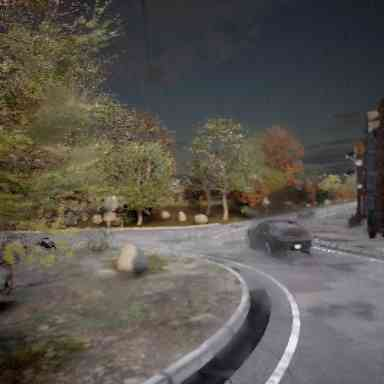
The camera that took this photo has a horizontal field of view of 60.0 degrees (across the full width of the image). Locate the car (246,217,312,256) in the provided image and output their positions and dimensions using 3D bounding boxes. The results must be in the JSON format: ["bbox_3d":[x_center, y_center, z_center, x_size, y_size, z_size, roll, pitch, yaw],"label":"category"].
[{"bbox_3d":[4.090,2.133,16.332,1.837,1.490,4.892,-2,-2,-8],"label":"car"}]

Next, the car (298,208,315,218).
[{"bbox_3d":[17.334,3.180,50.274,2.128,1.511,4.902,-1,-2,29],"label":"car"}]
